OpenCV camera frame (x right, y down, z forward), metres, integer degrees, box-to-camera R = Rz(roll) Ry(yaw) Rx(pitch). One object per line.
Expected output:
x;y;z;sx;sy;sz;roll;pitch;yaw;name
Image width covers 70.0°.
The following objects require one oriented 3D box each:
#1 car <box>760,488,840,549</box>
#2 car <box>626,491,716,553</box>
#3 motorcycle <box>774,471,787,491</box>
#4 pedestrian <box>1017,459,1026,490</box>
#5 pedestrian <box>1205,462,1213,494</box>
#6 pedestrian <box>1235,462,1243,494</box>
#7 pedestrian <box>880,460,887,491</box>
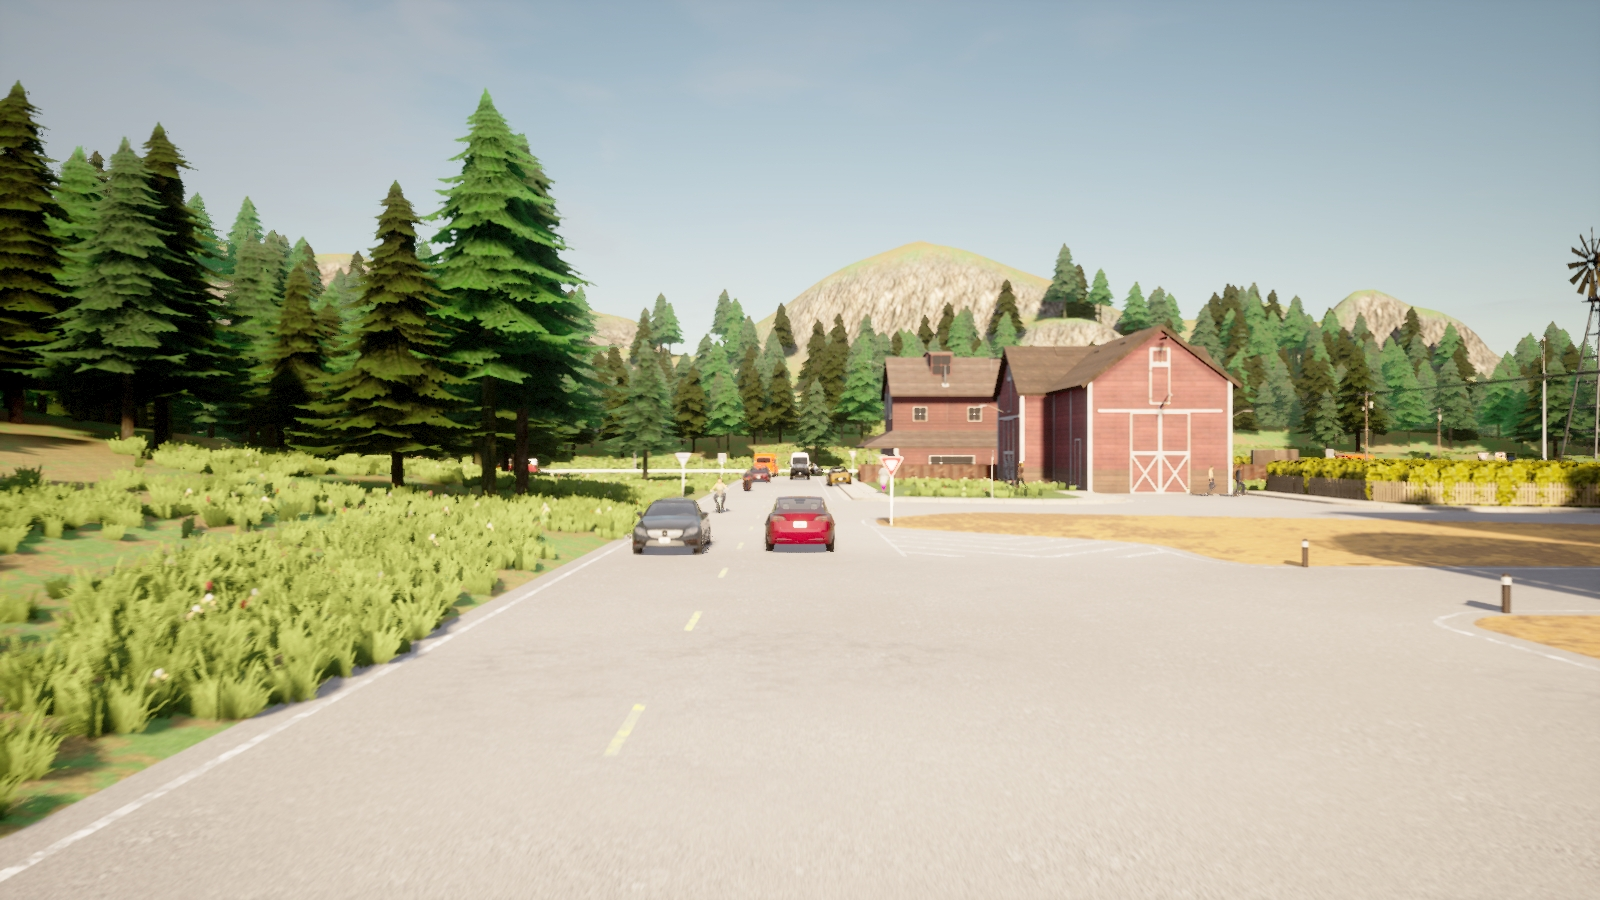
0.001;1.923;33.239;2.163;1.488;4.792;0;0;0;car
-3.513;1.941;31.917;2.002;1.442;4.674;0;0;0;car
-1.300;2.065;76.062;0.867;1.251;2.209;0;0;0;motorcycle
13.531;1.489;69.756;0.375;1.860;0.375;0;0;-40;pedestrian
23.688;1.617;66.171;0.375;1.860;0.375;0;0;25;pedestrian
25.239;1.618;65.675;0.375;1.860;0.375;0;0;6;pedestrian
5.057;1.556;68.978;0.375;1.860;0.375;0;0;10;pedestrian
